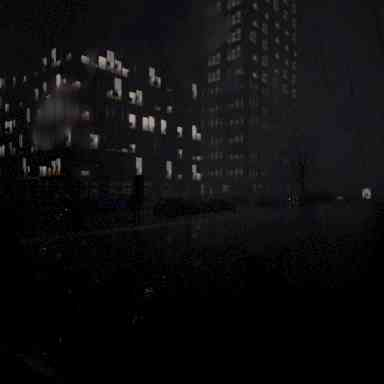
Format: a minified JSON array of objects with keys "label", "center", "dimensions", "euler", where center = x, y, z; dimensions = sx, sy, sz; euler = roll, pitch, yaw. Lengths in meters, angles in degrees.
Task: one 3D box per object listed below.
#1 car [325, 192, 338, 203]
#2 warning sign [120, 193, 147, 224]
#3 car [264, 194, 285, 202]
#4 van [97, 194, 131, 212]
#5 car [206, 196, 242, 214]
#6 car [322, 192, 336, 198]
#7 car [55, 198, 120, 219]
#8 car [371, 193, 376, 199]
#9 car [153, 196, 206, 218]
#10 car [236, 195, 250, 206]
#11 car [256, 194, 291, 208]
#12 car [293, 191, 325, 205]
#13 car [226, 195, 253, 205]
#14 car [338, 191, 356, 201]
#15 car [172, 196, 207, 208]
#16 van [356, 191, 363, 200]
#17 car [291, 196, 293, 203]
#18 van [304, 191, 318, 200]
[{"label":"car","center":[20.921,0.835,53.141],"dimensions":[2.192,1.841,5.009],"euler":[1,1,40]},{"label":"warning sign","center":[-3.643,0.972,20.726],"dimensions":[1.300,1.860,1.060],"euler":[0,0,40]},{"label":"car","center":[14.558,1.049,58.600],"dimensions":[1.947,1.339,4.313],"euler":[1,1,40]},{"label":"van","center":[-7.692,1.098,32.716],"dimensions":[1.690,1.788,3.998],"euler":[1,1,40]},{"label":"car","center":[2.504,1.315,31.469],"dimensions":[1.947,1.339,4.313],"euler":[1,1,40]},{"label":"car","center":[33.026,0.822,80.236],"dimensions":[1.947,1.339,4.313],"euler":[1,1,40]},{"label":"car","center":[-8.688,1.407,27.387],"dimensions":[1.895,1.301,4.718],"euler":[0,1,40]},{"label":"car","center":[39.386,0.844,74.779],"dimensions":[2.008,1.369,4.403],"euler":[1,1,40]},{"label":"car","center":[-1.145,1.235,27.104],"dimensions":[1.967,1.590,4.097],"euler":[1,1,40]},{"label":"car","center":[5.919,1.190,44.456],"dimensions":[1.994,1.385,4.181],"euler":[0,1,41]},{"label":"car","center":[9.840,1.239,40.165],"dimensions":[1.802,1.307,4.206],"euler":[1,1,40]},{"label":"car","center":[17.228,0.881,48.814],"dimensions":[2.192,1.841,5.009],"euler":[1,1,40]},{"label":"car","center":[7.171,1.140,49.946],"dimensions":[1.947,1.339,4.313],"euler":[1,1,40]},{"label":"car","center":[28.417,0.953,61.927],"dimensions":[1.752,1.417,4.829],"euler":[1,1,40]},{"label":"car","center":[-0.221,1.211,41.300],"dimensions":[1.887,1.381,4.507],"euler":[1,1,40]},{"label":"van","center":[35.695,0.679,70.449],"dimensions":[1.690,1.788,3.998],"euler":[1,1,40]},{"label":"car","center":[17.043,1.132,52.757],"dimensions":[1.895,1.301,4.718],"euler":[0,1,40]},{"label":"van","center":[25.640,0.688,71.578],"dimensions":[1.690,1.788,3.998],"euler":[1,1,40]}]
